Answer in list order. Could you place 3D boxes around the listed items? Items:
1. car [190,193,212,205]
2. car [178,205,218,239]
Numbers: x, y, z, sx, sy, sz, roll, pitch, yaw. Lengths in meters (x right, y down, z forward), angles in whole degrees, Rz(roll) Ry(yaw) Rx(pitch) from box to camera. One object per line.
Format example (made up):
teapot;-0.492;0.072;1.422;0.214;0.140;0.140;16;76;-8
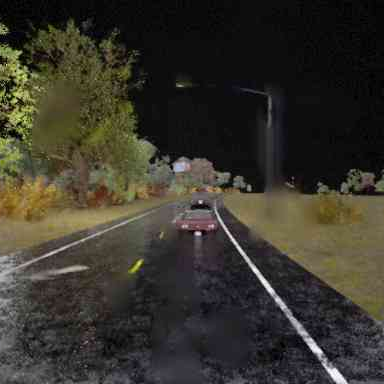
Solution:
car;0.976;1.140;35.791;2.150;2.045;5.566;0;0;3
car;0.332;1.596;17.409;1.895;1.301;4.718;0;0;1
